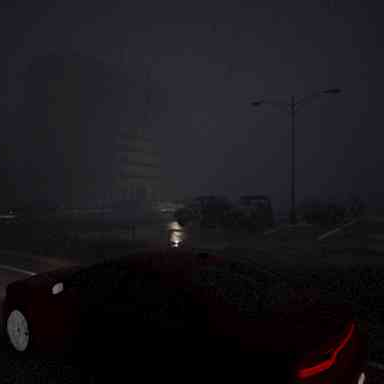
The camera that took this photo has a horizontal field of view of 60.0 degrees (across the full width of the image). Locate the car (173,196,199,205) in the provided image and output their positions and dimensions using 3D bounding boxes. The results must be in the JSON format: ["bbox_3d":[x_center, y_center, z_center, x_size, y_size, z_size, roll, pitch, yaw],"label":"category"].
[{"bbox_3d":[-1.083,1.531,61.793,2.033,1.411,5.357,0,0,34],"label":"car"}]

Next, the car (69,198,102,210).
[{"bbox_3d":[-13.813,1.510,42.960,1.812,1.442,4.674,0,0,34],"label":"car"}]

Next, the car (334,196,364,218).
[{"bbox_3d":[15.329,1.393,32.023,1.970,1.475,3.806,0,0,34],"label":"car"}]

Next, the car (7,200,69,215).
[{"bbox_3d":[-15.730,1.533,33.846,2.033,1.411,5.357,0,0,34],"label":"car"}]

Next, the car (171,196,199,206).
[{"bbox_3d":[-1.138,1.478,55.515,2.128,1.511,4.902,0,0,34],"label":"car"}]

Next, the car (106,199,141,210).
[{"bbox_3d":[-8.963,1.587,43.931,1.895,1.301,4.718,0,0,34],"label":"car"}]

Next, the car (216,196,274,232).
[{"bbox_3d":[3.307,1.153,19.066,1.905,1.878,3.866,0,0,34],"label":"car"}]

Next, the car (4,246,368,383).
[{"bbox_3d":[-0.533,1.476,4.369,5.008,1.535,1.882,0,0,35],"label":"car"}]

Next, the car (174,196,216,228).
[{"bbox_3d":[0.939,1.148,20.731,1.932,1.855,4.605,0,0,34],"label":"car"}]

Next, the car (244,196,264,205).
[{"bbox_3d":[11.492,1.514,61.506,1.812,1.442,4.674,0,0,34],"label":"car"}]
